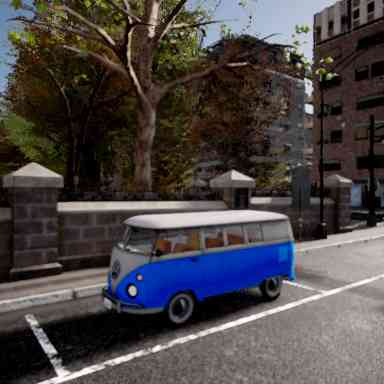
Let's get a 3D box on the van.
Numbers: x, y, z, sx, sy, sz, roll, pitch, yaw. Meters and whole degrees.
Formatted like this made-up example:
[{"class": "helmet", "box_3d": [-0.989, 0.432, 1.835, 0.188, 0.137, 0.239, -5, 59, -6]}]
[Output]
[{"class": "van", "box_3d": [0.320, 1.309, 6.725, 3.998, 1.788, 1.690, -1, 1, -35]}]
